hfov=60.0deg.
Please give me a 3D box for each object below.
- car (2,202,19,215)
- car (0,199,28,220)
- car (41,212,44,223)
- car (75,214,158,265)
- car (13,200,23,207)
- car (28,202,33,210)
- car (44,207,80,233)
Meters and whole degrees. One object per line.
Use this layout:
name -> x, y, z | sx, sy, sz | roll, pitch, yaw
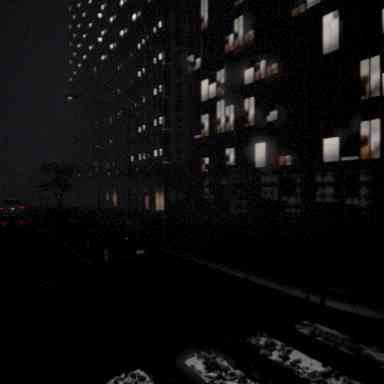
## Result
car -> -24.193, 2.131, 44.305 | 1.882, 1.535, 5.008 | -1, 0, -30
car -> -18.659, 1.723, 34.725 | 2.150, 2.045, 5.566 | -1, 0, -29
car -> -11.107, 1.902, 26.892 | 1.947, 1.339, 4.313 | -2, 0, -30
car -> -2.704, 1.668, 12.259 | 2.008, 1.369, 4.403 | -2, 0, -30
car -> -41.081, 2.702, 78.432 | 1.812, 1.442, 4.674 | -1, -1, -30
car -> -27.912, 2.382, 56.158 | 1.802, 1.307, 4.206 | -2, 0, -30
car -> -8.306, 1.829, 22.014 | 1.947, 1.339, 4.313 | -2, 0, -30
